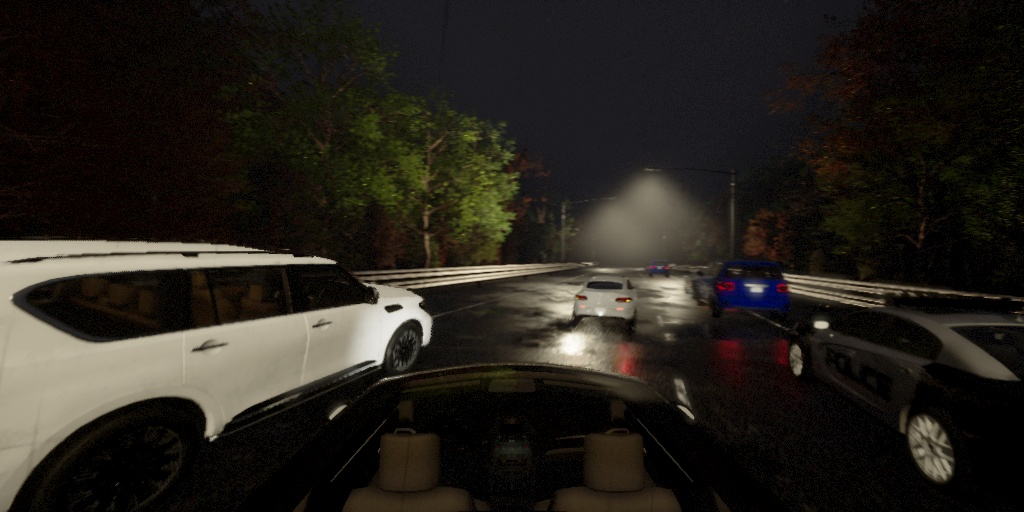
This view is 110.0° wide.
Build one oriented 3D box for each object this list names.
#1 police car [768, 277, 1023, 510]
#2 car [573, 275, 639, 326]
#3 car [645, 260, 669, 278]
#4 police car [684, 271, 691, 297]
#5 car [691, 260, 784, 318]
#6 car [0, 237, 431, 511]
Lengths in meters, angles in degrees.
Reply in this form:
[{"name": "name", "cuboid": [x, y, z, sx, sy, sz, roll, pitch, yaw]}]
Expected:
[{"name": "police car", "cuboid": [5.171, 1.280, 4.360, 1.930, 1.638, 5.238, 1, 0, 20]}, {"name": "car", "cuboid": [3.263, 1.379, 12.184, 1.812, 1.442, 4.674, 1, 0, 20]}, {"name": "car", "cuboid": [17.739, 1.519, 43.488, 2.150, 2.045, 5.566, 1, 0, 19]}, {"name": "police car", "cuboid": [10.586, 1.451, 19.526, 1.930, 1.638, 5.238, 1, 0, 19]}, {"name": "car", "cuboid": [8.551, 1.183, 13.758, 2.150, 2.045, 5.566, 1, 0, 20]}, {"name": "car", "cuboid": [-3.225, 0.878, 4.422, 2.150, 2.045, 5.566, 7, 4, 20]}]
